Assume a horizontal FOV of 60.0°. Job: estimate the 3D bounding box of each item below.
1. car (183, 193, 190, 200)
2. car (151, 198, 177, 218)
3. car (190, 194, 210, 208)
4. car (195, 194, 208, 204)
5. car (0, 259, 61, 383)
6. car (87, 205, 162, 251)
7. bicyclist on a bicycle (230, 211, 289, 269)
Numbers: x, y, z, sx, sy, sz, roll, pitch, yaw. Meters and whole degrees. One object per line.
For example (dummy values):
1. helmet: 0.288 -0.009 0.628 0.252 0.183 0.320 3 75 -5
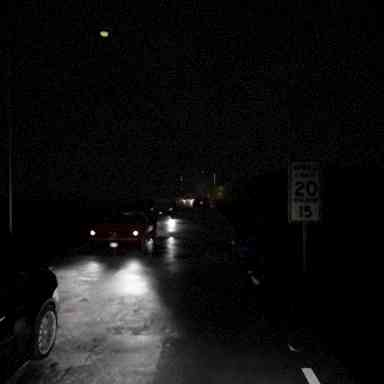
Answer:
1. car: -0.821 1.029 70.457 1.812 1.442 4.674 0 0 2
2. car: -2.165 1.202 26.044 1.812 1.442 4.674 0 1 2
3. car: 1.116 1.155 38.579 1.994 1.385 4.181 0 0 2
4. car: 1.469 1.028 50.734 1.882 1.535 5.008 0 0 2
5. car: -2.807 1.478 3.093 1.812 1.442 4.674 0 1 1
6. car: -2.543 1.423 13.246 1.895 1.301 4.718 0 1 2
7. bicyclist on a bicycle: 1.879 1.345 9.271 1.656 1.620 0.582 0 1 2
